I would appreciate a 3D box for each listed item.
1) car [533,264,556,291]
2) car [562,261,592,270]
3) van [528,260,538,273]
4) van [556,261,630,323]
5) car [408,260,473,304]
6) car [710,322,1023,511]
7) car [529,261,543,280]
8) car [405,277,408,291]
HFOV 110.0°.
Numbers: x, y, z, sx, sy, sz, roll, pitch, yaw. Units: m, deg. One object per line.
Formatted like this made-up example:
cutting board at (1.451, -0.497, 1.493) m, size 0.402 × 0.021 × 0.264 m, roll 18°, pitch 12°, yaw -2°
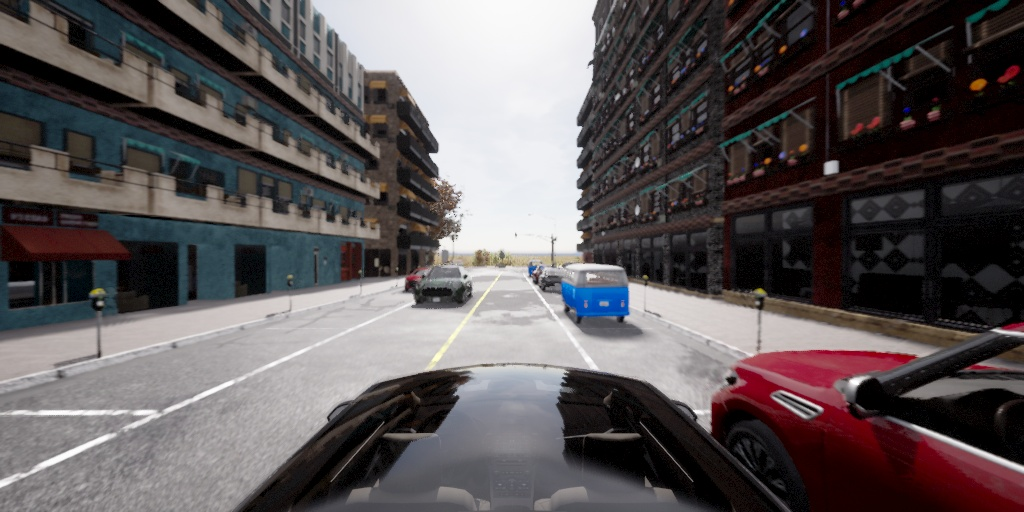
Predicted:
car at (2.689, 1.476, 23.597) m, size 2.007 × 1.370 × 4.403 m, roll 0°, pitch 0°, yaw 0°
car at (11.424, 1.648, 63.241) m, size 4.902 × 1.511 × 2.128 m, roll 0°, pitch 0°, yaw 0°
van at (2.689, 1.393, 40.591) m, size 1.690 × 1.789 × 3.998 m, roll 0°, pitch 0°, yaw 0°
van at (2.690, 1.177, 12.266) m, size 1.690 × 1.789 × 3.998 m, roll 0°, pitch 0°, yaw 0°
car at (-3.101, 1.226, 16.991) m, size 2.097 × 1.767 × 4.553 m, roll 0°, pitch 0°, yaw 0°
car at (2.690, 1.058, 0.937) m, size 2.192 × 1.841 × 5.009 m, roll 0°, pitch 0°, yaw 0°
car at (2.689, 1.408, 29.263) m, size 1.967 × 1.591 × 4.097 m, roll 0°, pitch 0°, yaw 0°
car at (-5.691, 1.470, 23.548) m, size 1.888 × 1.381 × 4.507 m, roll 0°, pitch 0°, yaw 0°
